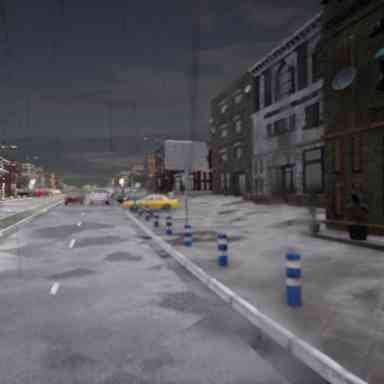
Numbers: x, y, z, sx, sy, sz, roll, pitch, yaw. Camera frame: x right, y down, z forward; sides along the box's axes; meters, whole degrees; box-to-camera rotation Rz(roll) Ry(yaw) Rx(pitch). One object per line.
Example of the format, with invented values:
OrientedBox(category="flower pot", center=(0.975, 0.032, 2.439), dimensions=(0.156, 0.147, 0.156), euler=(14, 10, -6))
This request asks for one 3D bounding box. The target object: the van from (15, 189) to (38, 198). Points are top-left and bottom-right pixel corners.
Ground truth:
OrientedBox(category="van", center=(-38.792, 0.300, 78.078), dimensions=(4.442, 1.987, 1.878), euler=(-1, 1, -16))

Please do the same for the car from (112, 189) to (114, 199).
OrientedBox(category="car", center=(-8.311, 0.630, 46.910), dimensions=(4.892, 1.521, 2.231), euler=(-1, 1, -16))

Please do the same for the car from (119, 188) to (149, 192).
OrientedBox(category="car", center=(-5.239, 0.710, 36.323), dimensions=(4.553, 1.767, 2.185), euler=(-1, 1, -16))

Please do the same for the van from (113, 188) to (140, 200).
OrientedBox(category="van", center=(-11.281, 0.255, 57.397), dimensions=(4.442, 1.987, 1.878), euler=(-1, 1, -16))

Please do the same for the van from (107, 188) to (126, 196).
OrientedBox(category="van", center=(-19.088, 0.051, 83.967), dimensions=(4.442, 1.987, 1.878), euler=(-1, 1, -16))

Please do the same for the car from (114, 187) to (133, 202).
OrientedBox(category="car", center=(-5.958, 0.527, 38.980), dimensions=(5.566, 2.045, 2.435), euler=(-1, 1, -16))

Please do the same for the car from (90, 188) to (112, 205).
OrientedBox(category="car", center=(-11.677, 0.490, 42.050), dimensions=(2.150, 2.045, 5.566), euler=(-1, 1, -16))

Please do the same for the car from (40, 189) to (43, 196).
OrientedBox(category="car", center=(-39.682, 0.531, 80.849), dimensions=(4.792, 1.488, 2.163), euler=(-1, 1, -16))

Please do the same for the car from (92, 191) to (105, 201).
OrientedBox(category="car", center=(-14.659, 0.614, 52.037), dimensions=(1.837, 1.490, 4.892), euler=(-1, 1, -16))

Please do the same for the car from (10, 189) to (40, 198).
OrientedBox(category="car", center=(-38.162, 0.299, 75.369), dimensions=(5.566, 2.045, 2.435), euler=(-1, 1, -16))

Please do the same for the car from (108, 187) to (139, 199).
OrientedBox(category="car", center=(-13.009, 0.177, 62.764), dimensions=(5.566, 2.045, 2.435), euler=(-1, 1, -16))

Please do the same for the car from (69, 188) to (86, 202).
OrientedBox(category="car", center=(-17.549, 0.366, 51.217), dimensions=(2.150, 2.045, 5.566), euler=(-1, 1, -16))

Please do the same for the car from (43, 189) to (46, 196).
OrientedBox(category="car", center=(-40.475, 0.225, 83.378), dimensions=(5.566, 2.045, 2.435), euler=(-1, 1, -16))

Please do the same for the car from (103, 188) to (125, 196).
OrientedBox(category="car", center=(-21.561, -0.051, 91.866), dimensions=(5.566, 2.045, 2.435), euler=(-1, 1, -16))

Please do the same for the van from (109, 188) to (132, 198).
OrientedBox(category="van", center=(-14.647, 0.166, 68.028), dimensions=(4.442, 1.987, 1.878), euler=(-1, 1, -16))

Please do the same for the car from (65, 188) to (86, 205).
OrientedBox(category="car", center=(-14.726, 0.645, 41.812), dimensions=(2.097, 1.767, 4.553), euler=(-1, 1, -16))

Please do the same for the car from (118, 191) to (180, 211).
OrientedBox(category="car", center=(-3.831, 0.959, 30.994), dimensions=(5.366, 1.575, 1.946), euler=(-1, 2, -16))

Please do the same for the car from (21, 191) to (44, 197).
OrientedBox(category="car", center=(-41.245, 0.448, 86.177), dimensions=(4.892, 1.521, 2.231), euler=(-1, 1, -16))

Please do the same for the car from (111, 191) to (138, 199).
OrientedBox(category="car", center=(-12.198, 0.493, 60.130), dimensions=(4.674, 1.452, 2.002), euler=(-1, 1, -16))

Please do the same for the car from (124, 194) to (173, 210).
OrientedBox(category="car", center=(-4.427, 0.936, 33.694), dimensions=(4.674, 1.452, 2.002), euler=(-1, 1, -16))
